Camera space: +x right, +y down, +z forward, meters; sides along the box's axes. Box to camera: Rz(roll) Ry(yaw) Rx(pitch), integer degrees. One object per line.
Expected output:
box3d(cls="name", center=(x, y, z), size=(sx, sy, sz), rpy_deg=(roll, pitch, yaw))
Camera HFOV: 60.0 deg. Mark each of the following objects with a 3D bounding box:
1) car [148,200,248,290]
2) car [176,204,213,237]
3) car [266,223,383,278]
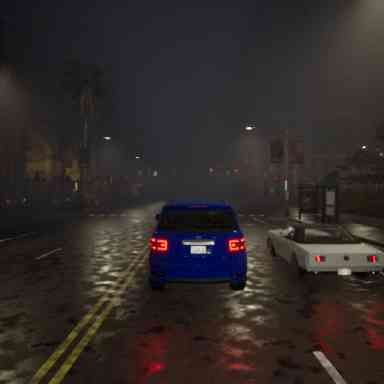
box3d(cls="car", center=(0.119, 1.221, 9.182), size=(2.150, 2.045, 5.566), rpy_deg=(0, 0, 0))
box3d(cls="car", center=(0.141, 1.505, 19.044), size=(1.837, 1.490, 4.892), rpy_deg=(0, 0, 0))
box3d(cls="car", center=(3.619, 1.601, 10.080), size=(1.895, 1.301, 4.718), rpy_deg=(0, 0, 0))
